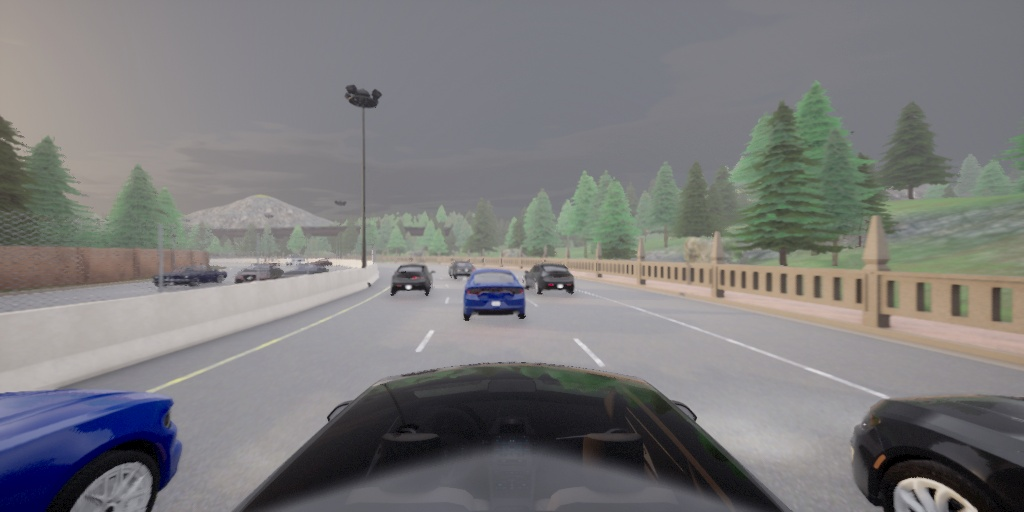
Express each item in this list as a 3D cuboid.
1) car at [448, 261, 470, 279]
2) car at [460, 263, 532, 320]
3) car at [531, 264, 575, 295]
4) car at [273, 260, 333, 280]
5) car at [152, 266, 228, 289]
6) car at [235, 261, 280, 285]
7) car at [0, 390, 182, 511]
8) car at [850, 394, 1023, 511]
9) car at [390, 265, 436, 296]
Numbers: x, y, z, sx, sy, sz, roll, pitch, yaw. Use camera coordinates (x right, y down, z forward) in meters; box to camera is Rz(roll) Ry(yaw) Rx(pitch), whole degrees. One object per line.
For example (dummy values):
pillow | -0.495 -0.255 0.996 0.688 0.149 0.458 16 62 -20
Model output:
car | -4.255 1.159 30.420 2.033 1.411 5.357 0 0 -16
car | -0.716 1.173 12.510 1.882 1.535 5.008 0 0 -6
car | 1.862 1.156 19.151 1.837 1.490 4.892 0 0 -10
car | -13.547 1.226 23.920 2.033 1.411 5.357 0 0 -14
car | -20.587 1.308 23.169 1.895 1.301 4.718 0 0 -15
car | -17.571 1.249 25.227 1.994 1.385 4.181 0 0 -16
car | -3.526 1.245 0.707 1.882 1.535 5.008 0 0 0
car | 3.456 1.248 0.660 1.837 1.490 4.892 0 0 0
car | -5.200 1.181 18.980 1.837 1.490 4.892 0 0 -10
